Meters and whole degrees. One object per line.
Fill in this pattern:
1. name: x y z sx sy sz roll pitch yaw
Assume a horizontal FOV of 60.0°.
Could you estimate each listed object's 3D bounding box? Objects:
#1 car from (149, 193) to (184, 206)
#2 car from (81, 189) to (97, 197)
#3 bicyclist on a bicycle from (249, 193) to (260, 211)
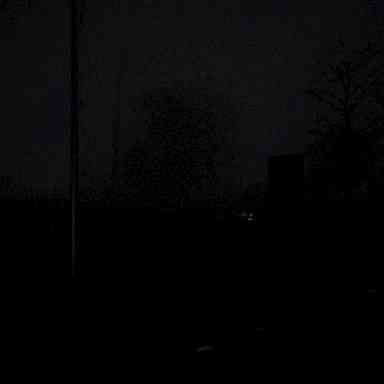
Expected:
1. car: -3.018 0.829 38.729 2.033 1.411 5.357 -1 2 -36
2. car: -19.083 0.169 61.304 2.128 1.511 4.902 -1 2 -35
3. bicyclist on a bicycle: 5.858 0.955 31.501 1.656 1.620 0.582 0 1 -35
